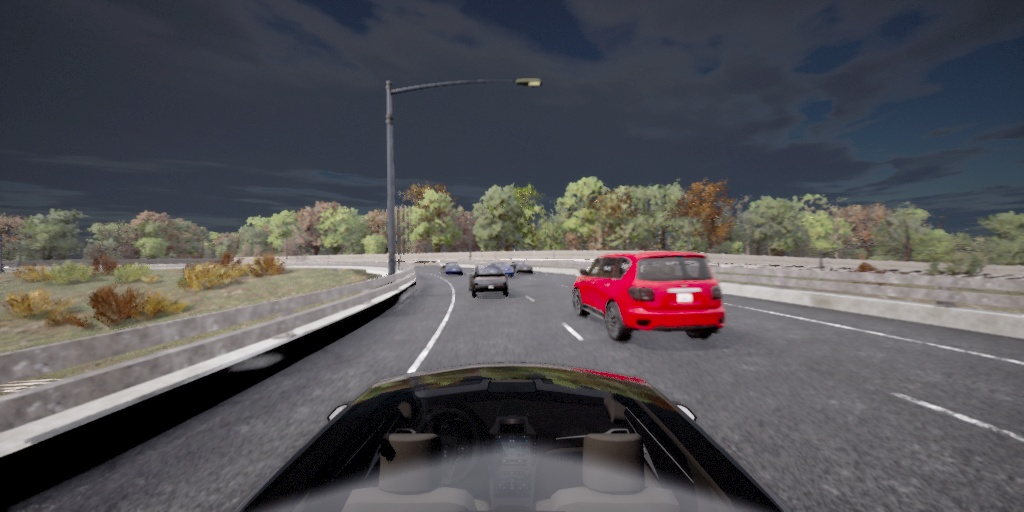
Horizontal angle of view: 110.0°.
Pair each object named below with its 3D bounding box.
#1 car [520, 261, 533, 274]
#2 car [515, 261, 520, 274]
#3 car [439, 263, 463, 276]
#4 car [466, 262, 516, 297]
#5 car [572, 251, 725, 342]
[{"bbox_3d":[0.738,1.268,39.286,1.994,1.385,4.181,-1,0,-19],"label":"car"},{"bbox_3d":[-1.257,1.293,34.388,2.033,1.411,5.357,-1,0,-17],"label":"car"},{"bbox_3d":[-6.765,1.405,39.537,1.994,1.385,4.181,-1,0,-21],"label":"car"},{"bbox_3d":[-1.351,1.252,19.163,2.128,1.511,4.902,-1,0,-9],"label":"car"},{"bbox_3d":[3.233,0.908,9.733,2.150,2.045,5.566,-1,0,-4],"label":"car"}]
